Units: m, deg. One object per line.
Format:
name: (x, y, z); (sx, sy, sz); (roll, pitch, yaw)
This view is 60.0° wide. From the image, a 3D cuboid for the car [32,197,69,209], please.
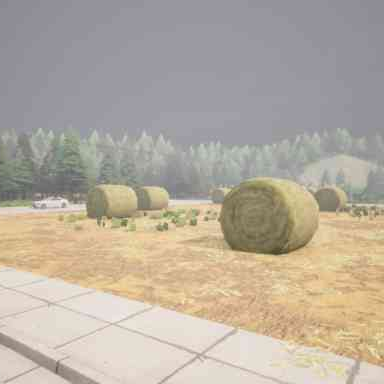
car: (-18.396, 1.415, 43.460); (1.812, 1.442, 4.674); (0, 0, 36)
